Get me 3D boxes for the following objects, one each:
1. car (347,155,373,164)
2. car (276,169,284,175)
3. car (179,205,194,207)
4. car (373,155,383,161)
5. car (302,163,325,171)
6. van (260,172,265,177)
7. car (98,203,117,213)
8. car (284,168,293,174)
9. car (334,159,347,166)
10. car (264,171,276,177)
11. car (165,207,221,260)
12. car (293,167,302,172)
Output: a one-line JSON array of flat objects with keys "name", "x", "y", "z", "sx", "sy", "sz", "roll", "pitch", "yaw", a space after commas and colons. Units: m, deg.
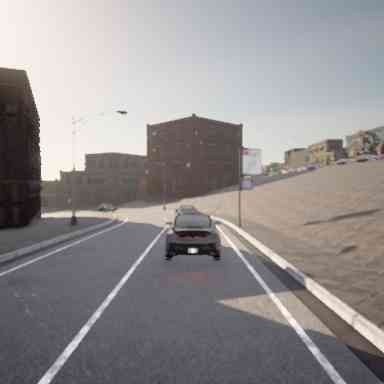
[{"name": "car", "x": 21.861, "y": -3.875, "z": 41.213, "sx": 2.231, "sy": 1.521, "sz": 4.892, "roll": 0, "pitch": 1, "yaw": -1}, {"name": "car", "x": 21.131, "y": -4.333, "z": 74.353, "sx": 2.185, "sy": 1.767, "sz": 4.553, "roll": 0, "pitch": 1, "yaw": -1}, {"name": "car", "x": -0.463, "y": 1.785, "z": 27.962, "sx": 1.994, "sy": 1.385, "sz": 4.181, "roll": 0, "pitch": -1, "yaw": -6}, {"name": "car", "x": 22.094, "y": -3.750, "z": 35.671, "sx": 2.002, "sy": 1.452, "sz": 4.674, "roll": 0, "pitch": 1, "yaw": -2}, {"name": "car", "x": 21.494, "y": -4.177, "z": 57.668, "sx": 2.185, "sy": 1.767, "sz": 4.553, "roll": 0, "pitch": 1, "yaw": -1}, {"name": "van", "x": 20.774, "y": -4.555, "z": 90.763, "sx": 1.878, "sy": 1.987, "sz": 4.442, "roll": 0, "pitch": 0, "yaw": -1}, {"name": "car", "x": -13.769, "y": 2.612, "z": 54.093, "sx": 2.128, "sy": 1.511, "sz": 4.902, "roll": -1, "pitch": -2, "yaw": -34}, {"name": "car", "x": 21.251, "y": -4.284, "z": 68.834, "sx": 2.185, "sy": 1.767, "sz": 4.553, "roll": 0, "pitch": 1, "yaw": -1}, {"name": "car", "x": 21.732, "y": -3.943, "z": 46.731, "sx": 2.231, "sy": 1.521, "sz": 4.892, "roll": 0, "pitch": 1, "yaw": -1}, {"name": "car", "x": 20.891, "y": -4.293, "z": 85.368, "sx": 2.231, "sy": 1.521, "sz": 4.892, "roll": 0, "pitch": 0, "yaw": -1}, {"name": "car", "x": 0.045, "y": 1.546, "z": 12.617, "sx": 1.837, "sy": 1.490, "sz": 4.892, "roll": 0, "pitch": 0, "yaw": 0}, {"name": "car", "x": 21.375, "y": -4.064, "z": 63.161, "sx": 2.002, "sy": 1.452, "sz": 4.674, "roll": 0, "pitch": 1, "yaw": -1}]
